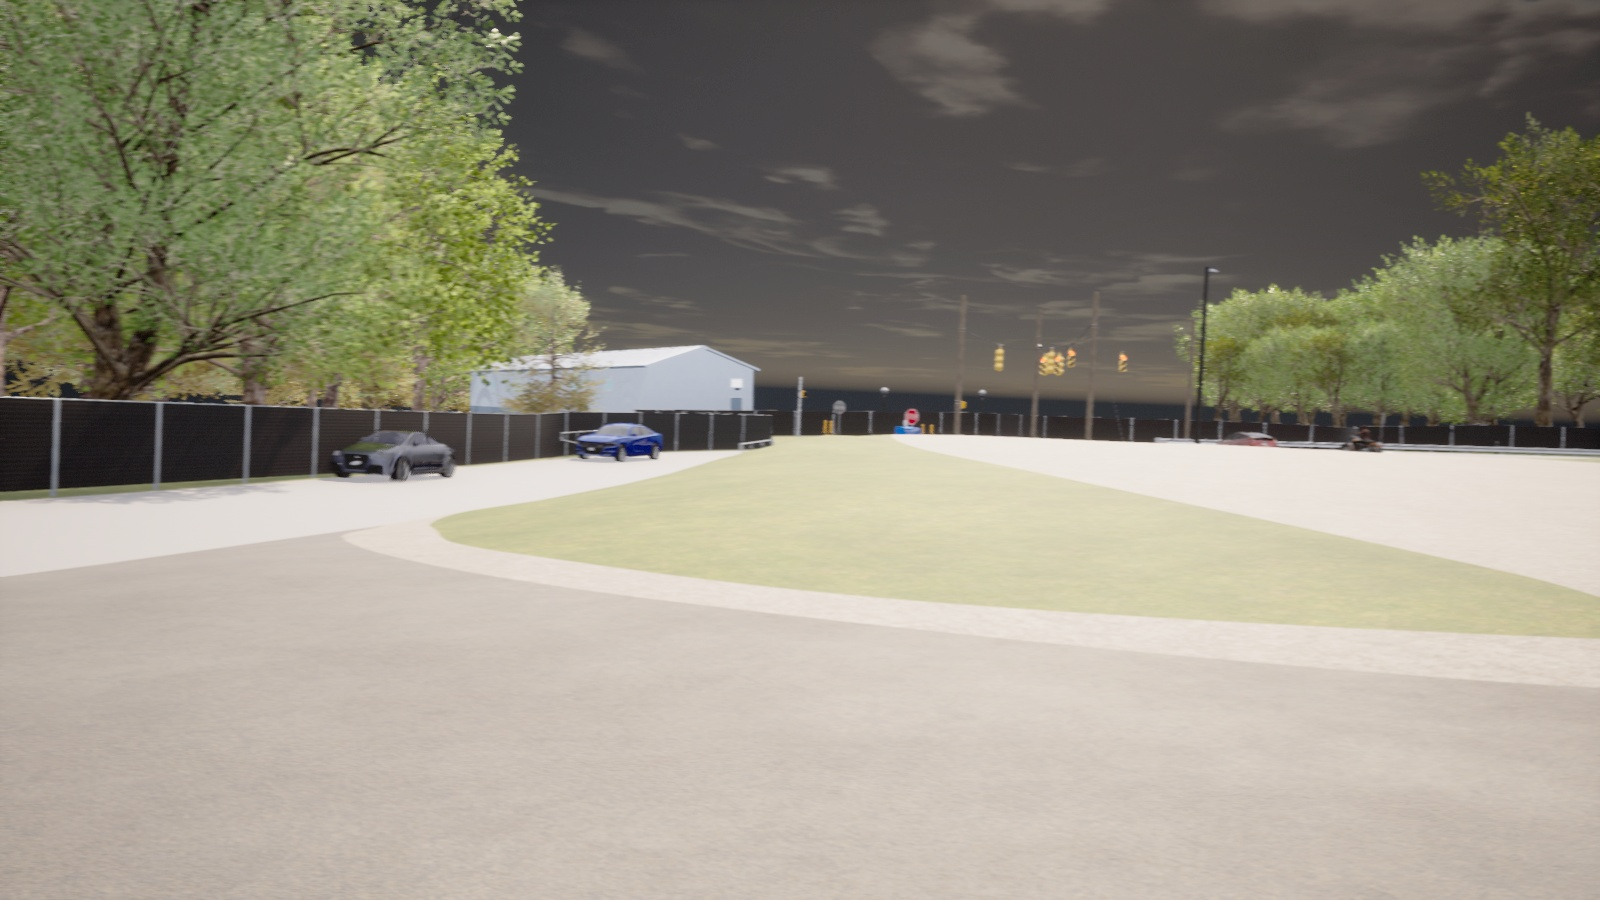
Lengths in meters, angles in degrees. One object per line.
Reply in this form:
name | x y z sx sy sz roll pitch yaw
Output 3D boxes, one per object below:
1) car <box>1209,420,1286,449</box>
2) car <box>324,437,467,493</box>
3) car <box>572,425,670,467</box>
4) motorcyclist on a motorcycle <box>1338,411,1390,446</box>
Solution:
car | 24.733 -0.822 69.600 2.007 1.525 4.514 1 0 -10
car | -11.566 0.378 36.191 1.994 1.385 4.181 2 2 14
car | -7.339 -0.216 52.038 1.882 1.535 5.008 2 2 19
motorcyclist on a motorcycle | 27.372 -1.019 61.003 0.766 1.649 2.350 0 0 -27
